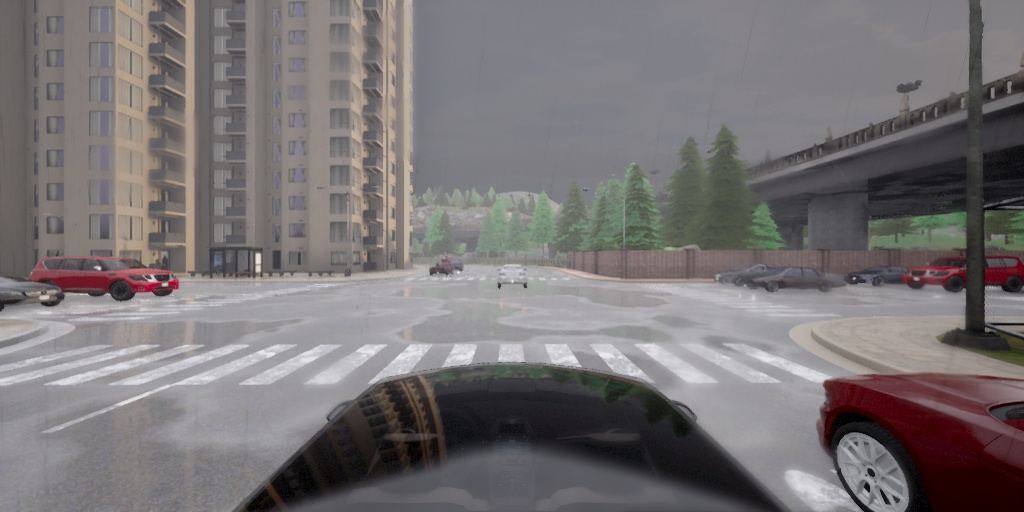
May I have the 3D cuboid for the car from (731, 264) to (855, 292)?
[{"bbox_3d":[16.281,1.347,20.960,5.357,1.411,2.033,0,0,0],"label":"car"}]

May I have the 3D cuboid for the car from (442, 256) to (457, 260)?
[{"bbox_3d":[-9.931,0.956,58.206,2.150,2.045,5.566,0,0,-25],"label":"car"}]

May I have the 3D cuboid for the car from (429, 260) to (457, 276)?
[{"bbox_3d":[-7.250,1.341,37.222,1.895,1.301,4.718,0,0,0],"label":"car"}]

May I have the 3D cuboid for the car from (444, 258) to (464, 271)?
[{"bbox_3d":[-7.475,1.284,47.845,2.033,1.411,5.357,0,0,-3],"label":"car"}]

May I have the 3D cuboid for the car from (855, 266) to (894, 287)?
[{"bbox_3d":[25.360,1.363,24.478,4.181,1.385,1.994,0,0,0],"label":"car"}]

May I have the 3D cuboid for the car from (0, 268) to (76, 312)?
[{"bbox_3d":[-20.161,1.328,13.672,4.674,1.442,1.812,0,0,0],"label":"car"}]

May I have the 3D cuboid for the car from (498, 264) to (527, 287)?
[{"bbox_3d":[0.011,1.272,24.068,1.812,1.442,4.674,0,0,0],"label":"car"}]

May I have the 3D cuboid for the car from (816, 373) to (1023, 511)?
[{"bbox_3d":[3.629,1.228,1.108,1.882,1.535,5.008,0,0,0],"label":"car"}]

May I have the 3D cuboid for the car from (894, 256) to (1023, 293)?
[{"bbox_3d":[26.452,1.021,20.986,5.566,2.045,2.150,0,0,0],"label":"car"}]

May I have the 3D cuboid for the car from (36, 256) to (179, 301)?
[{"bbox_3d":[-19.382,1.023,17.165,5.566,2.045,2.150,0,0,0],"label":"car"}]

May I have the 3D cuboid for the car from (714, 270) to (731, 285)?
[{"bbox_3d":[16.485,1.290,24.460,4.902,1.511,2.128,0,0,0],"label":"car"}]

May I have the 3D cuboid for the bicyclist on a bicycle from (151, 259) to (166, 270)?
[{"bbox_3d":[-28.664,1.098,29.124,0.582,1.620,1.656,0,0,0],"label":"bicyclist on a bicycle"}]
